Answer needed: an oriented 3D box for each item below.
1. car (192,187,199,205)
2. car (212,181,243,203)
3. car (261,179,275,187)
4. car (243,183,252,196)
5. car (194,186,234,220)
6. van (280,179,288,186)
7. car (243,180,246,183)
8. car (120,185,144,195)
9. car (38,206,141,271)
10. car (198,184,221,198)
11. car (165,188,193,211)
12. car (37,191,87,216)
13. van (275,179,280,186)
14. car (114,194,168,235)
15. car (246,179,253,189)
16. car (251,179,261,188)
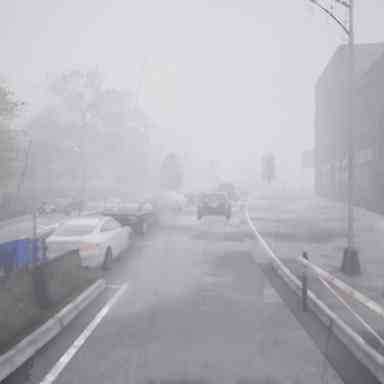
[{"bbox_3d":[-0.378,0.407,33.384,2.097,1.535,5.008,0,3,12],"label":"car"},{"bbox_3d":[3.849,-0.004,35.300,2.150,2.045,5.566,0,3,13],"label":"car"},{"bbox_3d":[17.505,-1.917,80.458,1.946,1.575,5.366,-2,2,32],"label":"car"},{"bbox_3d":[6.760,-0.224,46.884,1.994,1.385,4.181,0,3,19],"label":"car"},{"bbox_3d":[1.576,0.754,22.184,2.097,1.767,4.553,0,3,7],"label":"car"},{"bbox_3d":[23.455,-2.582,89.819,1.878,1.987,4.442,-2,2,35],"label":"van"},{"bbox_3d":[7.586,-0.907,60.246,2.231,1.521,4.892,-3,2,23],"label":"car"},{"bbox_3d":[-7.193,-0.018,40.244,1.837,1.490,4.892,0,3,9],"label":"car"},{"bbox_3d":[-3.200,1.482,10.699,2.002,1.452,4.674,-2,2,2],"label":"car"},{"bbox_3d":[2.451,-0.174,45.067,2.097,1.535,5.008,0,3,16],"label":"car"},{"bbox_3d":[-1.502,0.732,27.262,2.002,1.452,4.674,-1,2,10],"label":"car"},{"bbox_3d":[-8.614,0.703,22.408,2.128,1.511,4.902,0,2,0],"label":"car"},{"bbox_3d":[20.360,-2.363,85.164,1.878,1.987,4.442,-2,2,30],"label":"van"},{"bbox_3d":[-2.890,1.149,16.827,2.097,1.535,5.008,1,3,7],"label":"car"},{"bbox_3d":[9.767,-1.163,65.388,2.231,1.521,4.892,-3,2,24],"label":"car"},{"bbox_3d":[12.128,-1.671,70.475,2.435,2.045,5.566,-3,2,26],"label":"car"}]
